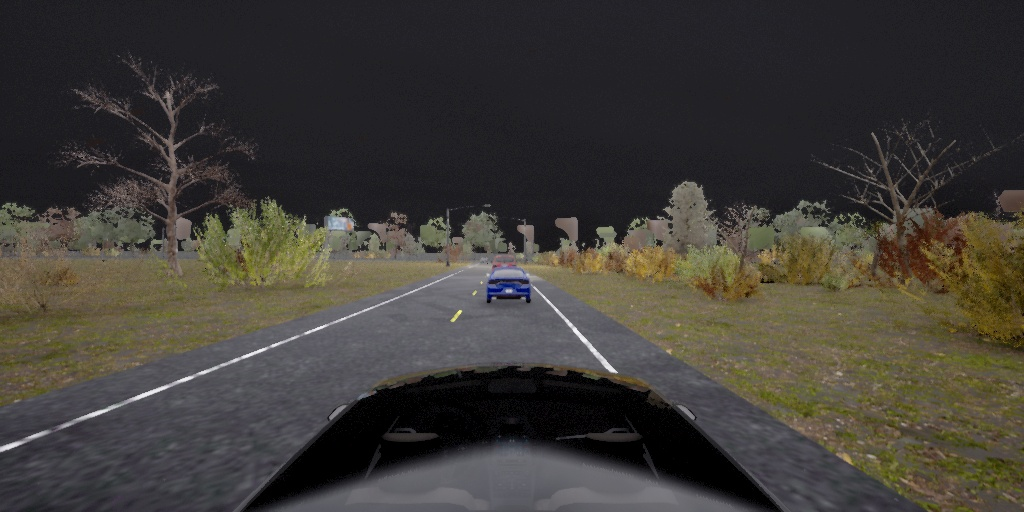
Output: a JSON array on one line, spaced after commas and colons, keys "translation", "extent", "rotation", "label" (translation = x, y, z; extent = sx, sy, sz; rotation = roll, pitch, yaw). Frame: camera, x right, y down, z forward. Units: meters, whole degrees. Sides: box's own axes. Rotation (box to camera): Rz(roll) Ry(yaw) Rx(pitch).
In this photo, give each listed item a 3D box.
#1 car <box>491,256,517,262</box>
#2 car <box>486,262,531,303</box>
[{"translation": [-0.692, 0.982, 31.619], "extent": [2.150, 2.045, 5.566], "rotation": [0, 0, -2], "label": "car"}, {"translation": [-0.179, 1.226, 16.572], "extent": [1.882, 1.535, 5.008], "rotation": [0, 0, -1], "label": "car"}]
